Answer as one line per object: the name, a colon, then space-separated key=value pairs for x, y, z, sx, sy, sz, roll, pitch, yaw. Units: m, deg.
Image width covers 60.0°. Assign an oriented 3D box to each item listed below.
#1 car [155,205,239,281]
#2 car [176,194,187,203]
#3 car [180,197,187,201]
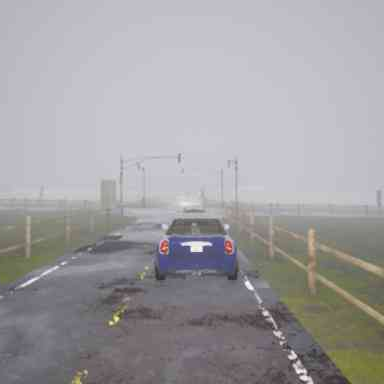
car: x=0.114 y=1.393 z=10.130 sx=2.097 sy=1.767 sz=4.553 roll=0 pitch=0 yaw=0
car: x=-2.560 y=1.564 z=80.097 sx=2.150 sy=2.045 sz=5.566 roll=0 pitch=0 yaw=0
car: x=-2.481 y=1.991 z=95.318 sx=1.895 sy=1.301 sz=4.718 roll=0 pitch=0 yaw=0
